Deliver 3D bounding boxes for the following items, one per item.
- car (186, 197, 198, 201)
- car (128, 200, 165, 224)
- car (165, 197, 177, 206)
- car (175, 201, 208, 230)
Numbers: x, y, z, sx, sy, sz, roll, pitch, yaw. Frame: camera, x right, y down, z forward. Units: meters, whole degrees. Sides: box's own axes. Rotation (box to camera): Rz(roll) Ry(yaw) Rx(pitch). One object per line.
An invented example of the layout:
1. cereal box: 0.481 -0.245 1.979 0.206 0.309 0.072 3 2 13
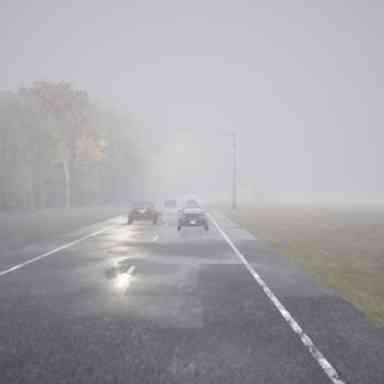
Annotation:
1. car: -0.022 1.627 58.108 1.812 1.442 4.674 0 0 0
2. car: -3.450 1.395 25.113 2.097 1.767 4.553 0 0 0
3. car: -3.515 1.568 55.377 1.882 1.535 5.008 0 0 0
4. car: 0.056 1.570 21.387 1.812 1.442 4.674 0 0 0
